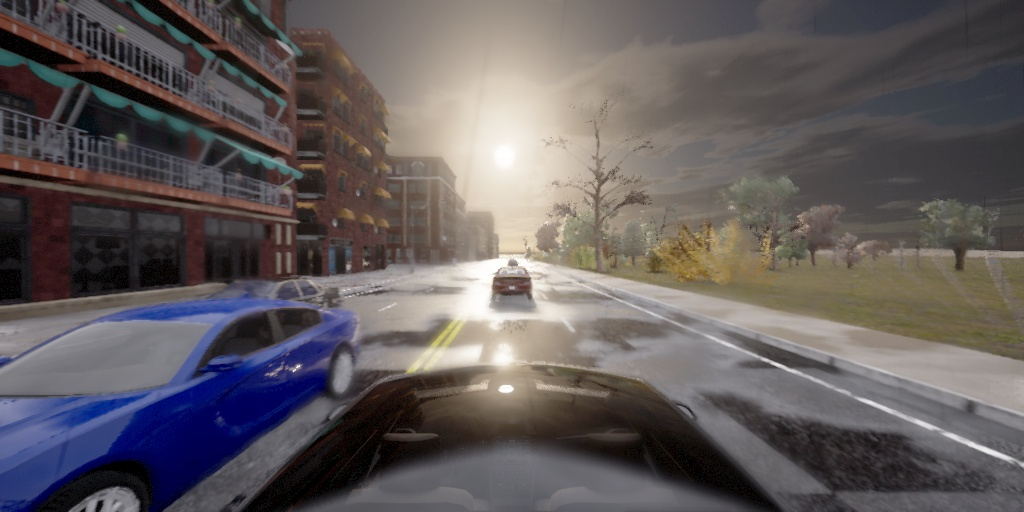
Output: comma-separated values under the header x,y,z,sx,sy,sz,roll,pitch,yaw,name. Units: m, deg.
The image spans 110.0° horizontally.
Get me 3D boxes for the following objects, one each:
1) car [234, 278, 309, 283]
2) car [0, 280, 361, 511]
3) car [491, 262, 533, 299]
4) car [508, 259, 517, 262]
x,y,z,sx,sy,sz,roll,pitch,yaw,name
-6.567,1.307,9.673,2.033,1.411,5.357,0,0,0,car
-3.340,1.230,3.675,1.882,1.535,5.008,0,0,0,car
0.008,1.245,18.118,1.882,1.535,5.008,0,0,0,car
0.126,1.406,57.482,1.895,1.301,4.718,0,0,0,car
